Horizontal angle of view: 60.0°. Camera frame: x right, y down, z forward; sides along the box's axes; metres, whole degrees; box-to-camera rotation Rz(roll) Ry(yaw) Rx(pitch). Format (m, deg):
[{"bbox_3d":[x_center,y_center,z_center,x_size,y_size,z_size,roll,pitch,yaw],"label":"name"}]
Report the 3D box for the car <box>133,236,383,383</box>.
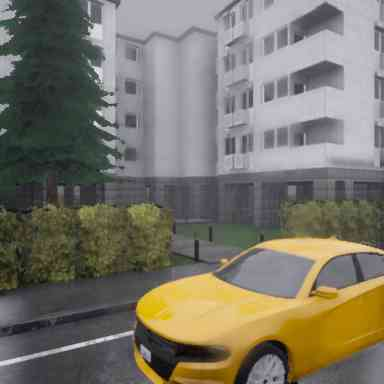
[{"bbox_3d":[1.603,1.477,4.956,5.008,1.535,1.882,0,0,-32],"label":"car"}]
